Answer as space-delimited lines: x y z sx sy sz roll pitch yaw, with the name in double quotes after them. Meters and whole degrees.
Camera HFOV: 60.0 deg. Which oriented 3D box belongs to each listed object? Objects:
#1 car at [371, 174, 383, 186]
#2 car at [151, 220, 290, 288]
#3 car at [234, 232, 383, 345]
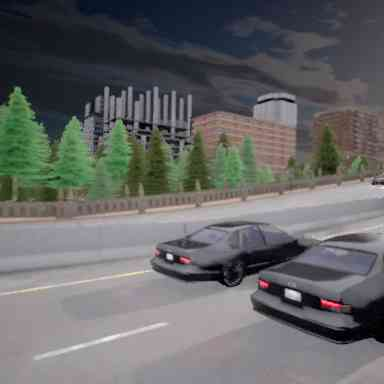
25.174 -1.650 43.152 4.892 1.490 1.837 -7 4 -35 "car"
1.544 1.511 9.207 5.357 1.411 2.033 -1 1 -35 "car"
3.544 1.512 6.335 5.357 1.411 2.033 -1 1 -35 "car"
